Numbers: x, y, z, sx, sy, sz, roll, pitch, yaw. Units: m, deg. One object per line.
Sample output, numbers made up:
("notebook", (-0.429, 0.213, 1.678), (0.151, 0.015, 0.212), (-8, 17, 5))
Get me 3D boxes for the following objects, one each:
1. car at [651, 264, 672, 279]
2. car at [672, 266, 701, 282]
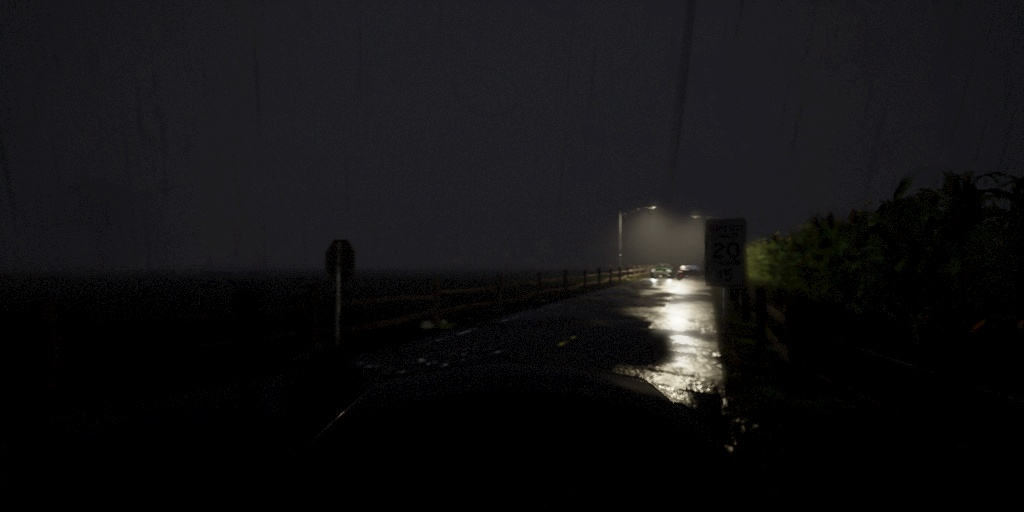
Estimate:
("car", (17.456, 1.676, 41.490), (2.097, 1.767, 4.553), (0, -1, 28))
("car", (18.011, 1.771, 36.623), (2.128, 1.511, 4.902), (0, -1, 29))
